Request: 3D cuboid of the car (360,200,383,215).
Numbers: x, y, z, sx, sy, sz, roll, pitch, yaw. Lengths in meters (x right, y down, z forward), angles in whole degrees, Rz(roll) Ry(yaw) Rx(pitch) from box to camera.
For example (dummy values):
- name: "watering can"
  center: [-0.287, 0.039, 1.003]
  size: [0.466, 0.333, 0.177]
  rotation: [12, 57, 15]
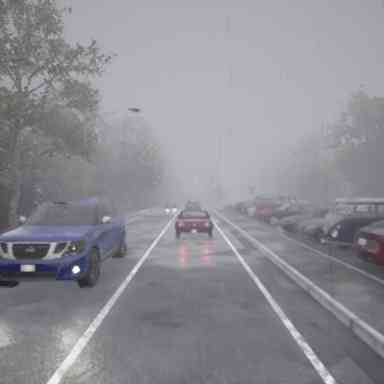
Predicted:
- name: "car"
  center: [20.178, 1.572, 34.070]
  size: [4.892, 1.521, 2.231]
  rotation: [0, 0, 0]

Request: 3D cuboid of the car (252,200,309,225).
- name: "car"
  center: [7.093, 1.500, 23.195]
  size: [5.008, 1.535, 2.097]
  rotation: [0, 0, 0]

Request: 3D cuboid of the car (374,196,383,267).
- name: "car"
  center: [7.090, 1.154, 6.556]
  size: [5.566, 2.045, 2.435]
  rotation: [0, 1, 0]

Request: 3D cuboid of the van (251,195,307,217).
- name: "van"
  center: [7.209, 1.293, 25.973]
  size: [4.442, 1.987, 1.878]
  rotation: [0, 0, 0]

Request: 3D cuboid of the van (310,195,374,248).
- name: "van"
  center: [6.954, 1.201, 12.093]
  size: [4.442, 1.987, 1.878]
  rotation: [0, 0, 0]

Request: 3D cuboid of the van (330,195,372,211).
- name: "van"
  center: [20.316, 1.426, 42.499]
  size: [4.442, 1.987, 1.878]
  rotation: [0, -1, 0]

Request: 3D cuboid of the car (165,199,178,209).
- name: "car"
  center: [-3.270, 1.889, 53.026]
  size: [2.128, 1.511, 4.902]
  rotation: [0, -1, 0]

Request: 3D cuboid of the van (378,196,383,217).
- name: "van"
  center: [20.297, 1.327, 31.300]
  size: [4.442, 1.987, 1.878]
  rotation: [0, 0, 0]

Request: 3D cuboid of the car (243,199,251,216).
- name: "car"
  center: [7.099, 1.577, 28.748]
  size: [4.674, 1.452, 2.002]
  rotation: [0, 0, 0]

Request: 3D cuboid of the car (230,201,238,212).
- name: "car"
  center: [7.077, 1.323, 34.302]
  size: [5.566, 2.045, 2.435]
  rotation: [0, 0, 0]

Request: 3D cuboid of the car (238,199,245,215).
- name: "car"
  center: [7.131, 1.585, 31.523]
  size: [4.792, 1.488, 2.163]
  rotation: [0, 0, 0]

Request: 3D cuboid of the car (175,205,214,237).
- name: "car"
  center: [0.107, 1.594, 18.107]
  size: [1.895, 1.301, 4.718]
  rotation: [0, 0, 0]

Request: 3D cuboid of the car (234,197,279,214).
- name: "car"
  center: [7.141, 1.469, 37.072]
  size: [4.553, 1.767, 2.185]
  rotation: [0, 0, 0]

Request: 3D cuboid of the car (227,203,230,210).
- name: "car"
  center: [7.121, 1.621, 39.848]
  size: [5.008, 1.535, 2.097]
  rotation: [0, -1, 0]

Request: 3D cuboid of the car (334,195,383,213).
- name: "car"
  center: [20.221, 1.365, 39.608]
  size: [5.566, 2.045, 2.435]
  rotation: [0, -1, 0]

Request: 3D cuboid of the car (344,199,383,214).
- name: "car"
  center: [20.004, 1.589, 36.837]
  size: [5.366, 1.575, 1.946]
  rotation: [0, 0, 0]

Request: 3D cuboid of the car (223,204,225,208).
- name: "car"
  center: [6.937, 1.694, 45.389]
  size: [5.366, 1.575, 1.946]
  rotation: [0, -1, 0]

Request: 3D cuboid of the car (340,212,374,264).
- name: "car"
  center: [7.095, 1.438, 9.309]
  size: [4.792, 1.488, 2.163]
  rotation: [0, 0, 0]

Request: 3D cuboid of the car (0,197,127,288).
- name: "car"
  center: [-3.347, 1.199, 9.545]
  size: [2.150, 2.045, 5.566]
  rotation: [0, 0, 0]

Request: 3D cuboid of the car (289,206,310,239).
- name: "car"
  center: [7.078, 1.485, 14.867]
  size: [4.674, 1.452, 2.002]
  rotation: [0, 0, 0]

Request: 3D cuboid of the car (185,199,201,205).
- name: "car"
  center: [0.134, 1.668, 41.343]
  size: [2.128, 1.511, 4.902]
  rotation: [0, -1, 0]

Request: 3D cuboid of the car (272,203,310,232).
- name: "car"
  center: [7.049, 1.493, 17.644]
  size: [4.792, 1.488, 2.163]
  rotation: [0, 0, 0]

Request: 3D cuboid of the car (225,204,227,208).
- name: "car"
  center: [7.124, 1.656, 42.620]
  size: [4.892, 1.521, 2.231]
  rotation: [0, -1, 0]
